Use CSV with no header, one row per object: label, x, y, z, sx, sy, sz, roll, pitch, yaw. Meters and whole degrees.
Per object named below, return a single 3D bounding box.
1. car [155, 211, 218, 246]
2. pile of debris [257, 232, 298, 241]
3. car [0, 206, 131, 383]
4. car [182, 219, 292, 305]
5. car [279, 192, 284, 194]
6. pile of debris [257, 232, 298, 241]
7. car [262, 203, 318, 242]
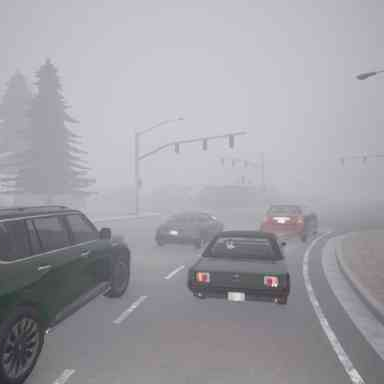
car,0.038,1.547,14.808,1.994,1.385,4.181,0,0,22
pile of debris,4.180,2.149,16.134,1.500,0.140,1.860,0,0,29
car,-2.789,1.222,5.491,2.150,2.045,5.566,0,0,8
car,1.339,1.590,8.143,1.895,1.301,4.718,0,0,14
car,24.743,1.052,92.188,4.605,1.855,1.932,0,0,40
pile of debris,4.180,2.149,16.134,1.500,0.140,1.860,0,0,29
car,4.985,1.319,16.694,2.097,1.767,4.553,0,0,28
